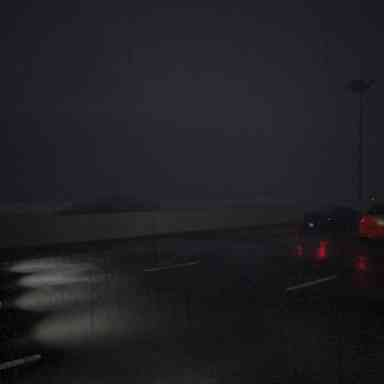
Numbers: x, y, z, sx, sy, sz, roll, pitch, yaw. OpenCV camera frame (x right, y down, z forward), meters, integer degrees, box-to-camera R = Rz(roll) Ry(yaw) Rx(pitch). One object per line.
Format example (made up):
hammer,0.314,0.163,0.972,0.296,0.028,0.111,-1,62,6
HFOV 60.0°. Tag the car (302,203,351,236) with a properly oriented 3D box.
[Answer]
car,7.824,1.449,17.925,4.674,1.442,1.812,0,0,-36

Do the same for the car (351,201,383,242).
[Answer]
car,9.411,1.278,14.761,4.553,1.767,2.097,0,0,-36

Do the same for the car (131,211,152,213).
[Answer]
car,-5.224,1.514,26.063,4.181,1.385,1.994,0,0,-35

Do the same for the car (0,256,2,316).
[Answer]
car,-5.265,1.515,4.290,4.892,1.490,1.837,-1,0,-35

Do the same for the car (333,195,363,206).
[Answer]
car,24.051,1.266,51.207,4.902,1.511,2.128,0,0,-35

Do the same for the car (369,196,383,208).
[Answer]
car,25.481,1.267,43.647,5.008,1.535,1.882,-1,0,-35

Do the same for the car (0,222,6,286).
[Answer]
car,-6.930,1.532,7.400,4.674,1.442,1.812,0,0,-36

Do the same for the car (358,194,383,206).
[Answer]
car,26.601,1.125,48.729,4.553,1.767,2.097,0,0,-35

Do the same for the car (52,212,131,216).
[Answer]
car,-6.684,1.462,20.721,4.902,1.511,2.128,0,0,-36
